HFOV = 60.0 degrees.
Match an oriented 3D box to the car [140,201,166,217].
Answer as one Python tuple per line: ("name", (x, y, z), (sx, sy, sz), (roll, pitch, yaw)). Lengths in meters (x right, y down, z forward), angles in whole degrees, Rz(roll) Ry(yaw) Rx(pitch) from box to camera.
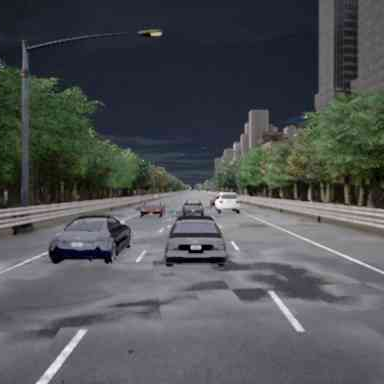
("car", (-3.388, 1.495, 29.642), (1.895, 1.301, 4.718), (0, 0, 0))

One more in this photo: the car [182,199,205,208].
("car", (0.111, 1.384, 30.258), (2.128, 1.511, 4.902), (0, 0, 0))

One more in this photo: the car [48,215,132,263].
("car", (-3.397, 1.521, 11.843), (1.994, 1.385, 4.181), (0, 0, 0))

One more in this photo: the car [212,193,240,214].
("car", (3.596, 1.100, 34.320), (2.150, 2.045, 5.566), (0, 0, 0))

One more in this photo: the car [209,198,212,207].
("car", (3.520, 1.430, 48.307), (1.895, 1.301, 4.718), (0, 0, 0))

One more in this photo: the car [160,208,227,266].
("car", (0.103, 1.506, 11.294), (2.033, 1.411, 5.357), (0, 0, 0))
